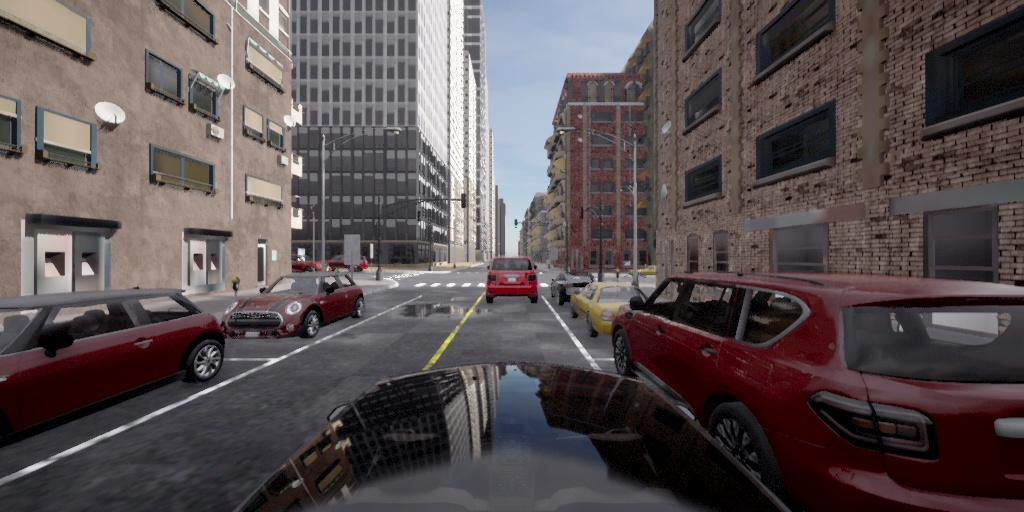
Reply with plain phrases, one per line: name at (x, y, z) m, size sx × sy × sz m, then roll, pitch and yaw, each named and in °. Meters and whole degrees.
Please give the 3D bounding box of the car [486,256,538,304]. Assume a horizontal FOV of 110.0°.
car at (0.000, 1.009, 16.530) m, size 2.150 × 2.045 × 5.566 m, roll 0°, pitch 0°, yaw 0°

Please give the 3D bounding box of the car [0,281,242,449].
car at (-5.691, 1.187, 4.149) m, size 1.967 × 1.591 × 4.097 m, roll 0°, pitch 0°, yaw 0°

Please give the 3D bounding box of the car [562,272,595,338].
car at (2.690, 1.274, 10.004) m, size 1.751 × 1.417 × 4.829 m, roll 0°, pitch 0°, yaw 0°

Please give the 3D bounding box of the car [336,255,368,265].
car at (-17.711, 0.780, 37.560) m, size 5.009 × 1.841 × 2.192 m, roll 0°, pitch 0°, yaw 0°

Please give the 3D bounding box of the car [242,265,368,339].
car at (-5.691, 1.188, 9.832) m, size 1.967 × 1.591 × 4.097 m, roll 0°, pitch 0°, yaw 0°

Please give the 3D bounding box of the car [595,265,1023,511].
car at (2.689, 1.062, 4.151) m, size 2.192 × 1.841 × 5.009 m, roll 0°, pitch 0°, yaw 0°

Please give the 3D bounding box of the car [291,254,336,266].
car at (-17.576, 0.759, 29.181) m, size 5.009 × 1.841 × 2.192 m, roll 0°, pitch 0°, yaw 0°

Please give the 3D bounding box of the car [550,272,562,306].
car at (2.689, 1.315, 15.516) m, size 1.948 × 1.339 × 4.313 m, roll 0°, pitch 0°, yaw 0°
